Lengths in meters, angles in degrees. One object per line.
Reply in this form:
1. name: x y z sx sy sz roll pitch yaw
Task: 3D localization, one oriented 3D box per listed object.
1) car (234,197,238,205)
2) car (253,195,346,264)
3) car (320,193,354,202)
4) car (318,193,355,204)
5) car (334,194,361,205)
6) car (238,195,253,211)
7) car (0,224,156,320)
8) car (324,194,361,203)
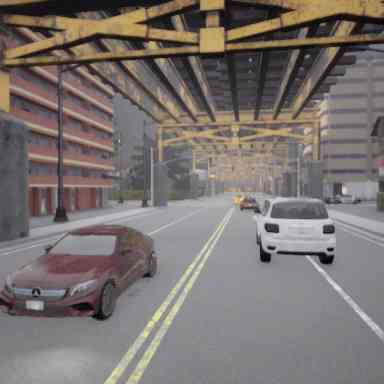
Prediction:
1. car: 7.444 1.104 47.405 1.882 1.535 5.008 0 1 -10
2. car: 3.472 1.188 11.926 2.150 2.045 5.566 0 0 9
3. car: 22.360 0.855 51.344 4.536 1.218 1.853 0 1 34
4. car: 22.317 1.012 51.375 4.974 1.542 2.038 0 1 34
5. car: 21.336 1.056 47.320 4.974 1.542 2.038 0 1 -11
6. car: 6.325 1.304 36.572 1.994 1.385 4.181 0 1 8
7. car: -2.107 1.511 7.525 1.812 1.442 4.674 0 0 9
8. car: 21.387 0.898 47.329 4.536 1.218 1.853 0 1 -11
